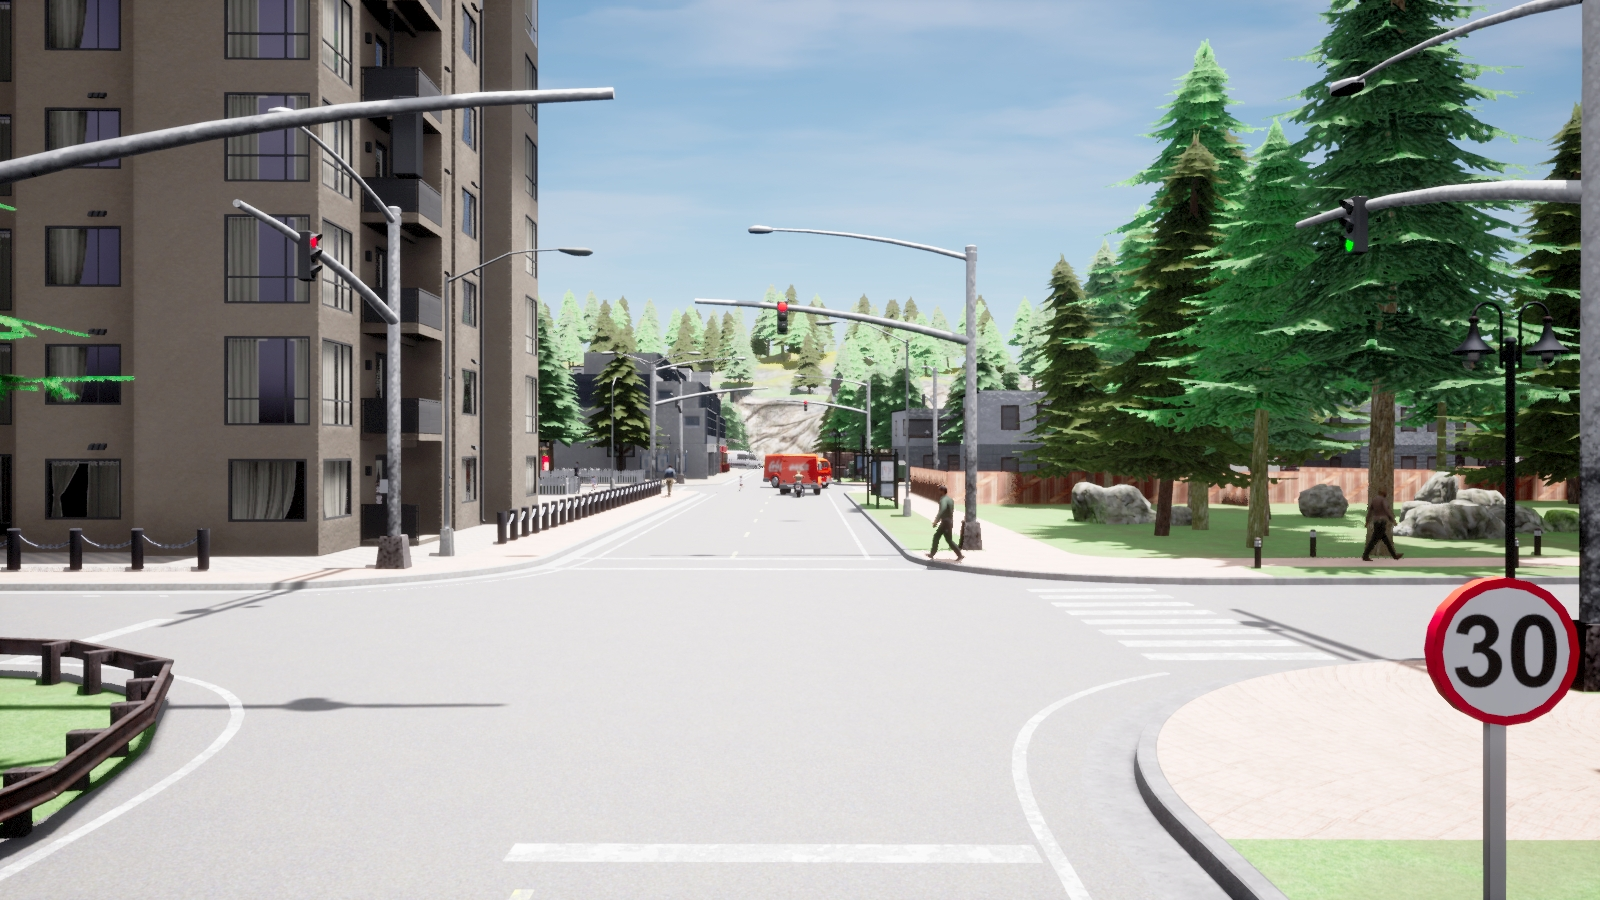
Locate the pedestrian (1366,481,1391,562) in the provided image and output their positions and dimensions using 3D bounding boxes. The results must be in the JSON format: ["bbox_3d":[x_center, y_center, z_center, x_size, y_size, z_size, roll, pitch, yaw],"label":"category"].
[{"bbox_3d":[13.461,1.647,26.586,0.375,1.860,0.375,0,0,-6],"label":"pedestrian"}]

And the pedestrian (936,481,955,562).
[{"bbox_3d":[3.405,1.660,26.730,0.375,1.860,0.375,0,0,19],"label":"pedestrian"}]

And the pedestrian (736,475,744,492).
[{"bbox_3d":[-3.934,2.168,74.844,0.500,1.100,0.500,0,0,-3],"label":"pedestrian"}]

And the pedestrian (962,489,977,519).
[{"bbox_3d":[6.339,2.032,42.765,0.500,1.100,0.500,0,0,-1],"label":"pedestrian"}]

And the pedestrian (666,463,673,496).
[{"bbox_3d":[-7.224,1.639,63.348,0.375,1.860,0.375,0,0,-1],"label":"pedestrian"}]

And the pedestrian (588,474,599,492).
[{"bbox_3d":[-12.793,2.025,70.753,0.500,1.100,0.500,0,0,29],"label":"pedestrian"}]

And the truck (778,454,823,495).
[{"bbox_3d":[0.071,1.506,71.518,2.627,2.467,5.204,0,0,3],"label":"truck"}]
